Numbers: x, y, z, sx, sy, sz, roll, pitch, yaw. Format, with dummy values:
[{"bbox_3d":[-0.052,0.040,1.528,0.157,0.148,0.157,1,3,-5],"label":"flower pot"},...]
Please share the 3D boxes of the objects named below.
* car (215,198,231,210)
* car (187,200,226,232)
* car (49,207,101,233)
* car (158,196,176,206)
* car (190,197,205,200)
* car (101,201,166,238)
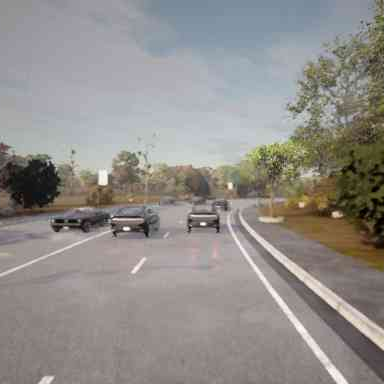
[{"bbox_3d":[3.693,1.510,42.026,1.837,1.490,4.892,0,0,12],"label":"car"},{"bbox_3d":[0.761,1.491,20.145,2.128,1.511,4.902,0,0,4],"label":"car"},{"bbox_3d":[-6.494,1.592,19.690,1.895,1.301,4.718,0,0,4],"label":"car"},{"bbox_3d":[-4.155,1.486,54.703,1.837,1.490,4.892,0,0,16],"label":"car"},{"bbox_3d":[0.920,1.540,59.432,2.033,1.411,5.357,0,0,19],"label":"car"},{"bbox_3d":[-2.901,1.487,17.814,2.128,1.511,4.902,0,0,3],"label":"car"}]
